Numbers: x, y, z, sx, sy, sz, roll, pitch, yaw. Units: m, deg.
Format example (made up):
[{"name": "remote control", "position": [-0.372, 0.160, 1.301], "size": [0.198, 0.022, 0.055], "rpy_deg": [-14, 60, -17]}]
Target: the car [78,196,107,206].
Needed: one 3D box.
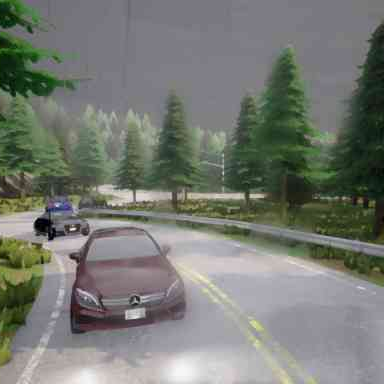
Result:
[{"name": "car", "position": [-12.688, 1.289, 42.816], "size": [2.097, 1.767, 4.553], "rpy_deg": [2, 2, 13]}]

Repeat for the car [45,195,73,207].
[{"name": "car", "position": [-12.839, 1.326, 32.228], "size": [2.150, 2.045, 5.566], "rpy_deg": [-1, 0, -18]}]

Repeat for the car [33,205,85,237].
[{"name": "car", "position": [-7.041, 1.664, 17.771], "size": [1.994, 1.385, 4.181], "rpy_deg": [-4, 2, -38]}]

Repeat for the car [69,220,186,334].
[{"name": "car", "position": [-1.516, 1.523, 7.069], "size": [1.812, 1.442, 4.674], "rpy_deg": [-2, 0, -17]}]
